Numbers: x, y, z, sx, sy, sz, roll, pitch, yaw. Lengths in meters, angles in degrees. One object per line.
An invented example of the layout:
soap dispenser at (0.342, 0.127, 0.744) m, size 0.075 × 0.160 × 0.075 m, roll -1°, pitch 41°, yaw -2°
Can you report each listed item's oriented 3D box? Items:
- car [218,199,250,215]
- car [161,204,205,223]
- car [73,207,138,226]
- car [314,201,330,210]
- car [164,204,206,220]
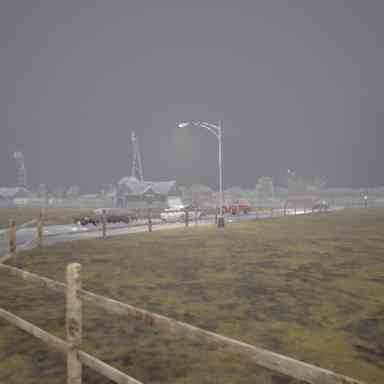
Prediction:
car at (5.556, 1.912, 43.390) m, size 2.150 × 2.045 × 5.566 m, roll -2°, pitch -2°, yaw 36°
car at (-0.726, 1.847, 28.249) m, size 1.812 × 1.442 × 4.674 m, roll -2°, pitch -2°, yaw 36°
car at (-6.659, 1.884, 26.314) m, size 2.033 × 1.411 × 5.357 m, roll -2°, pitch -2°, yaw 36°
car at (25.108, 2.472, 64.333) m, size 2.097 × 1.767 × 4.553 m, roll -2°, pitch -2°, yaw 34°
car at (-0.638, 2.013, 34.729) m, size 1.837 × 1.490 × 4.892 m, roll -2°, pitch -2°, yaw 36°
